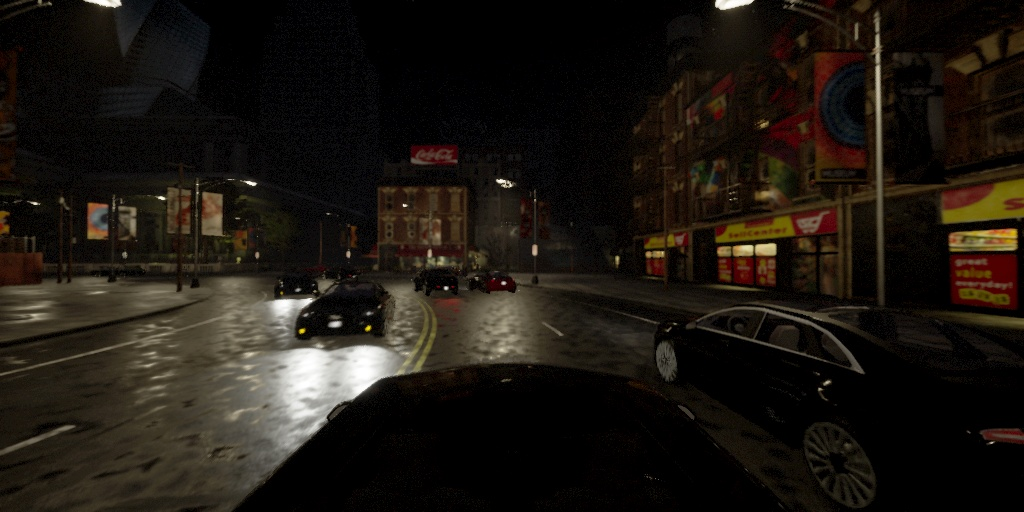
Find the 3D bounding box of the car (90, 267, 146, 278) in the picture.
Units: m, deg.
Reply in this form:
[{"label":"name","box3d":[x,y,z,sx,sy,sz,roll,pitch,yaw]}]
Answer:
[{"label":"car","box3d":[-44.748,1.865,40.826,4.718,1.301,1.895,0,-1,3]}]

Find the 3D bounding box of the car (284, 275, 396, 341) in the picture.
[{"label":"car","box3d":[-4.513,1.426,10.278,1.994,1.385,4.181,0,-1,-12]}]

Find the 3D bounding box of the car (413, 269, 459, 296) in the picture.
[{"label":"car","box3d":[-4.660,1.512,21.553,1.837,1.490,4.892,1,-1,-27]}]

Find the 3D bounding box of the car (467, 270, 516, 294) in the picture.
[{"label":"car","box3d":[-1.379,1.585,22.658,1.994,1.385,4.181,0,-1,-26]}]

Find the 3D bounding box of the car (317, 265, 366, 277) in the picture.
[{"label":"car","box3d":[-16.771,1.689,35.124,4.892,1.490,1.837,0,-1,37]}]

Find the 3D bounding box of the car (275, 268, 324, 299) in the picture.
[{"label":"car","box3d":[-11.896,1.551,19.849,1.994,1.385,4.181,1,-1,-33]}]

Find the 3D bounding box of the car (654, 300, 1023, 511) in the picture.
[{"label":"car","box3d":[3.422,1.274,4.288,2.128,1.511,4.902,0,-1,-2]}]
